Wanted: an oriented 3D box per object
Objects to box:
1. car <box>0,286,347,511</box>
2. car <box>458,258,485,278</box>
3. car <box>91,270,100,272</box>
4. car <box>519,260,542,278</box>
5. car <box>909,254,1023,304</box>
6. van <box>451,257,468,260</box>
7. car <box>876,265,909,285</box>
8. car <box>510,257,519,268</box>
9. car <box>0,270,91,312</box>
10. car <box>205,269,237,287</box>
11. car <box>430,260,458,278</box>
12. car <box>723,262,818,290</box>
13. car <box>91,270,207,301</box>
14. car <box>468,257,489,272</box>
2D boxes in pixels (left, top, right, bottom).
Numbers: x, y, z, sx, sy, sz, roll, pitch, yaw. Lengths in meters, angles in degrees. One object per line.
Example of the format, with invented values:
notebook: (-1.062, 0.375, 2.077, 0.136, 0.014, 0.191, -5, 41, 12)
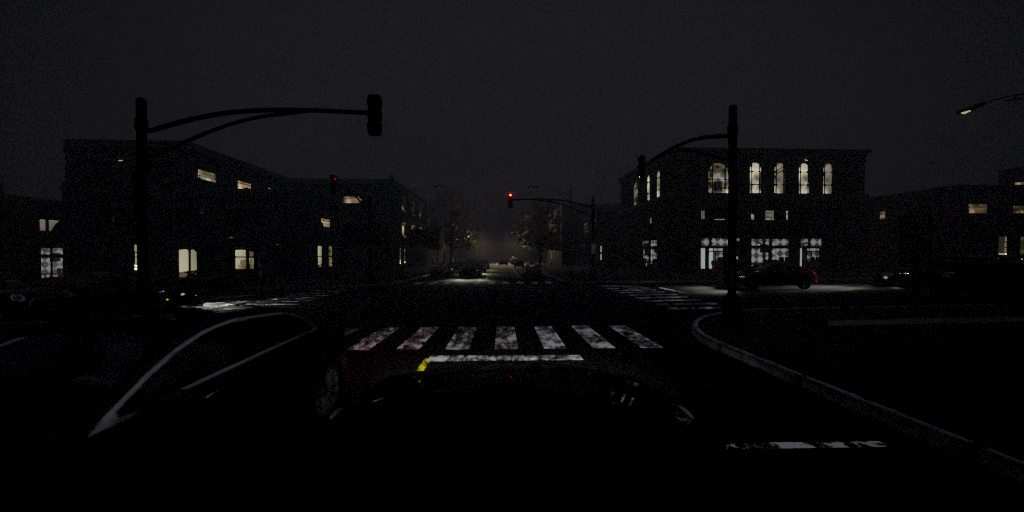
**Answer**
car: (-3.112, 1.242, 2.965, 2.128, 1.511, 4.902, 0, 0, -2)
car: (-3.920, 1.222, 34.421, 1.882, 1.535, 5.008, 0, 0, -2)
car: (-24.497, 1.501, 20.840, 4.829, 1.417, 1.751, 0, 0, -2)
car: (1.881, 1.270, 33.979, 1.751, 1.417, 4.829, 0, 0, -1)
car: (19.642, 0.843, 14.370, 5.009, 1.841, 2.192, 0, 0, -2)
van: (-6.775, 1.083, 44.683, 1.690, 1.789, 3.998, 0, 0, -1)
car: (23.528, 0.918, 20.328, 4.902, 1.511, 2.128, -1, 1, -2)
car: (1.178, 1.288, 61.531, 2.007, 1.370, 4.403, 0, 0, -1)
car: (-18.346, 1.423, 12.752, 4.097, 1.591, 1.967, 0, 0, -2)
car: (-18.678, 1.474, 21.093, 4.313, 1.339, 1.948, 0, 0, -2)
car: (-6.492, 1.326, 33.595, 1.802, 1.307, 4.207, 0, 0, -1)
car: (14.306, 1.063, 19.928, 4.674, 1.442, 1.812, -1, 1, -2)
car: (-16.213, 1.497, 15.399, 4.181, 1.385, 1.994, -1, 1, -2)
car: (-4.180, 1.220, 44.461, 1.882, 1.535, 5.008, 0, 0, -1)
